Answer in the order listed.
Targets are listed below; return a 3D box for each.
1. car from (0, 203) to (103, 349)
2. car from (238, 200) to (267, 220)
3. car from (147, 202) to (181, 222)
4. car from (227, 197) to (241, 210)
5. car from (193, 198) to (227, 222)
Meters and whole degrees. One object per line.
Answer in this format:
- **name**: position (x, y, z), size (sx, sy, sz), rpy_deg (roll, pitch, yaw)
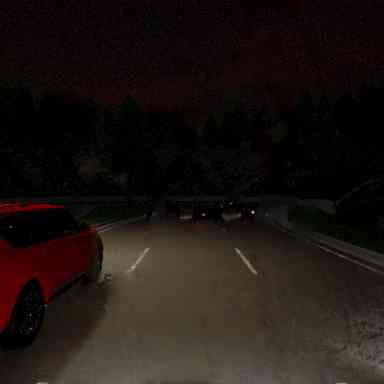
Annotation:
- **car**: position (-3.399, 1.221, 6.386), size (2.150, 2.045, 5.566), rpy_deg (0, 0, 0)
- **car**: position (5.287, 1.562, 28.020), size (1.994, 1.385, 4.181), rpy_deg (0, 0, 14)
- **car**: position (-2.209, 1.525, 26.523), size (1.812, 1.442, 4.674), rpy_deg (0, 0, 12)
- **car**: position (5.131, 1.352, 40.612), size (2.097, 1.767, 4.553), rpy_deg (0, 0, 16)
- **car**: position (1.357, 1.477, 26.519), size (1.882, 1.535, 5.008), rpy_deg (0, 0, 12)
